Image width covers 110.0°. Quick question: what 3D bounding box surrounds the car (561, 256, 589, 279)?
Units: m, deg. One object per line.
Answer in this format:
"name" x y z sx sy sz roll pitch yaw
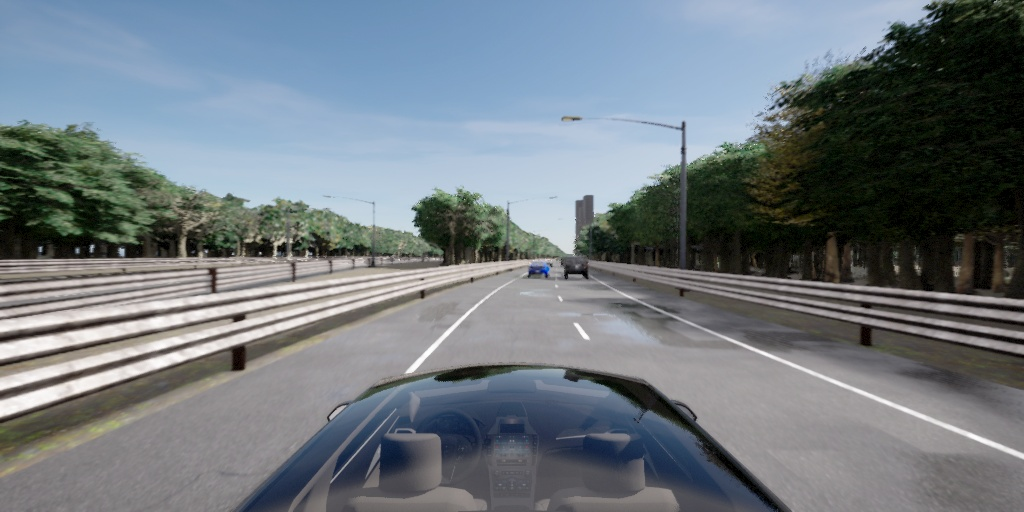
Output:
"car" 5.932 1.039 33.603 2.150 2.045 5.566 0 0 8

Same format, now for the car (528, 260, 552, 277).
"car" 2.693 1.265 35.693 1.882 1.535 5.008 0 0 8
